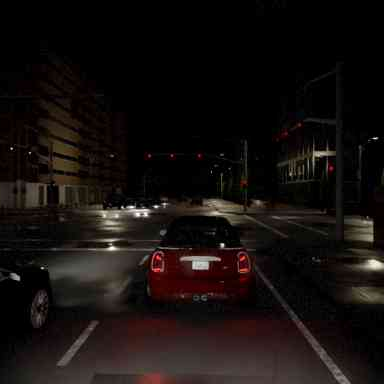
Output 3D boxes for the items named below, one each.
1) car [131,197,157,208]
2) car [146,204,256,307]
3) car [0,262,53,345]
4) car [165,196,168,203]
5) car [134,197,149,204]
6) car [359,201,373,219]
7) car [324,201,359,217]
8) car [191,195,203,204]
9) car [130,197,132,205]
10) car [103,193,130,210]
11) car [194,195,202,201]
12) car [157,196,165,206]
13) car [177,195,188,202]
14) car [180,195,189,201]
[{"bbox_3d":[-6.593,1.491,46.582,2.128,1.511,4.902,0,0,1],"label":"car"},{"bbox_3d":[0.223,1.352,8.161,2.097,1.767,4.553,0,0,2],"label":"car"},{"bbox_3d":[-3.394,1.492,3.933,2.128,1.511,4.902,0,0,1],"label":"car"},{"bbox_3d":[-5.966,1.526,66.863,1.812,1.442,4.674,0,0,2],"label":"car"},{"bbox_3d":[-9.595,1.601,63.572,1.895,1.301,4.718,0,0,2],"label":"car"},{"bbox_3d":[16.703,1.603,26.519,5.357,1.411,2.033,0,0,1],"label":"car"},{"bbox_3d":[14.517,1.547,30.067,4.902,1.511,2.128,0,0,1],"label":"car"},{"bbox_3d":[0.918,1.477,59.057,1.882,1.535,5.008,0,0,2],"label":"car"},{"bbox_3d":[-9.927,1.564,53.572,1.994,1.385,4.181,0,0,2],"label":"car"},{"bbox_3d":[-10.149,1.221,44.159,2.150,2.045,5.566,0,0,1],"label":"car"},{"bbox_3d":[1.576,1.478,84.035,1.882,1.535,5.008,0,0,2],"label":"car"},{"bbox_3d":[-6.332,1.547,56.590,2.033,1.411,5.357,0,0,2],"label":"car"},{"bbox_3d":[-2.227,1.524,73.903,2.128,1.511,4.902,0,0,2],"label":"car"},{"bbox_3d":[-1.927,1.540,83.989,2.033,1.411,5.357,0,0,2],"label":"car"}]
